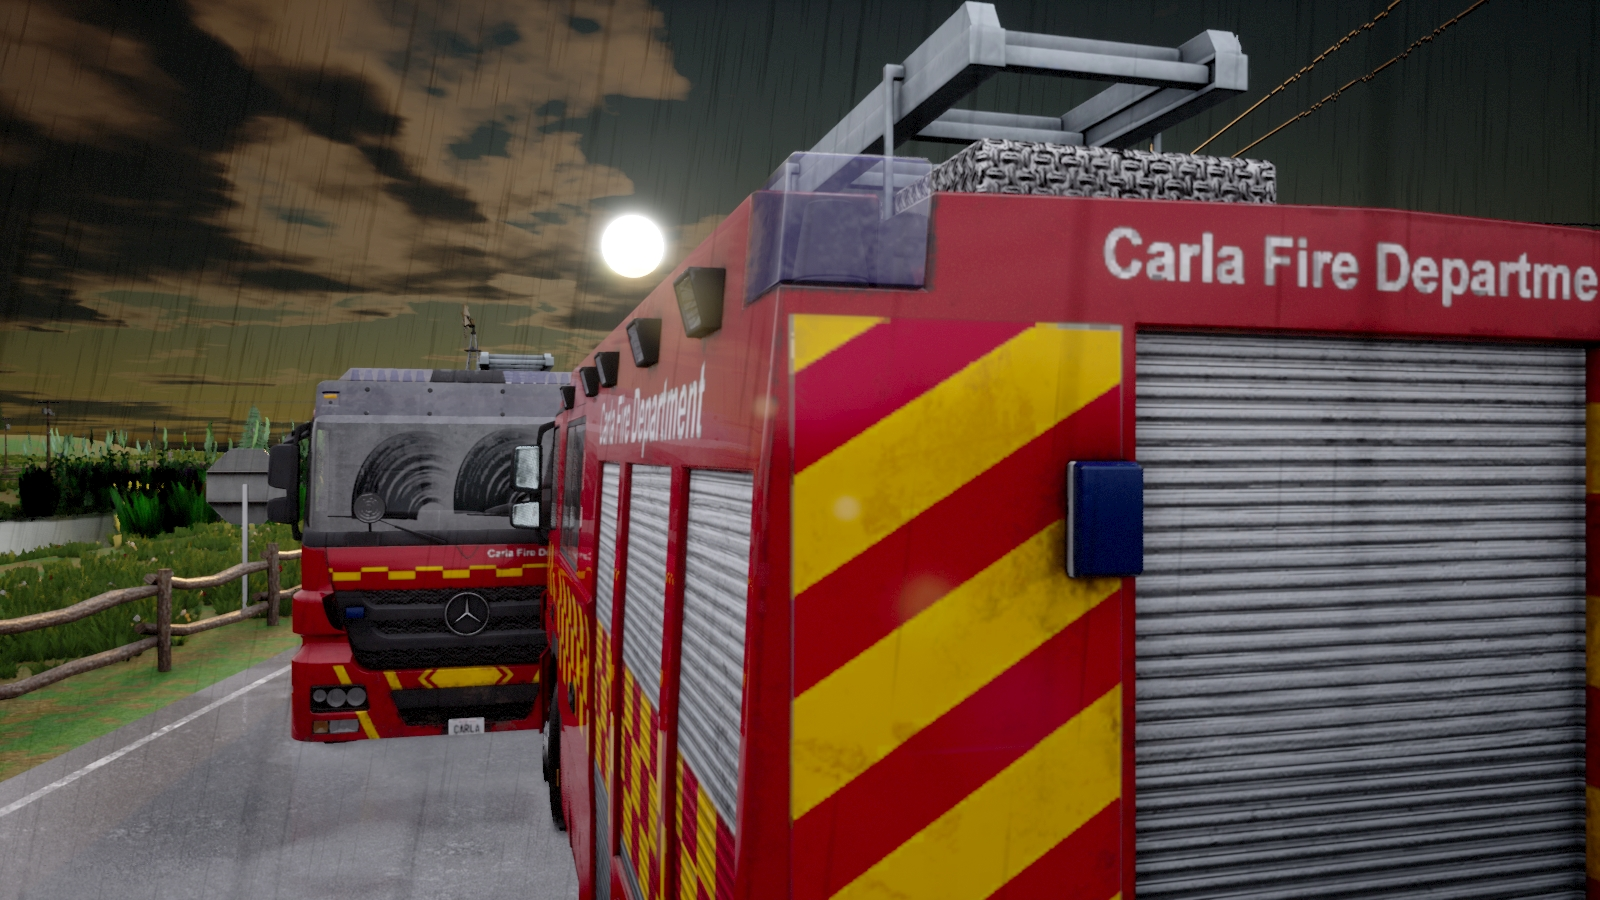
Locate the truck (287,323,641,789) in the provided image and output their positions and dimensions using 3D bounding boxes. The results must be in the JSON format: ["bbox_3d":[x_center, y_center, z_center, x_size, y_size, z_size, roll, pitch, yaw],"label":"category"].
[{"bbox_3d":[-3.921,0.862,13.841,2.891,3.827,8.468,0,0,-15],"label":"truck"}]

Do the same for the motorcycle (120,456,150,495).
[{"bbox_3d":[-41.391,1.577,71.120,0.803,2.348,2.033,0,0,-4],"label":"motorcycle"}]

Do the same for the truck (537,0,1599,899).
[{"bbox_3d":[0.069,0.867,6.869,2.891,3.827,8.468,0,0,-15],"label":"truck"}]

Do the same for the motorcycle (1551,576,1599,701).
[{"bbox_3d":[9.774,2.142,13.106,1.805,1.316,0.856,0,0,-7],"label":"motorcycle"}]
